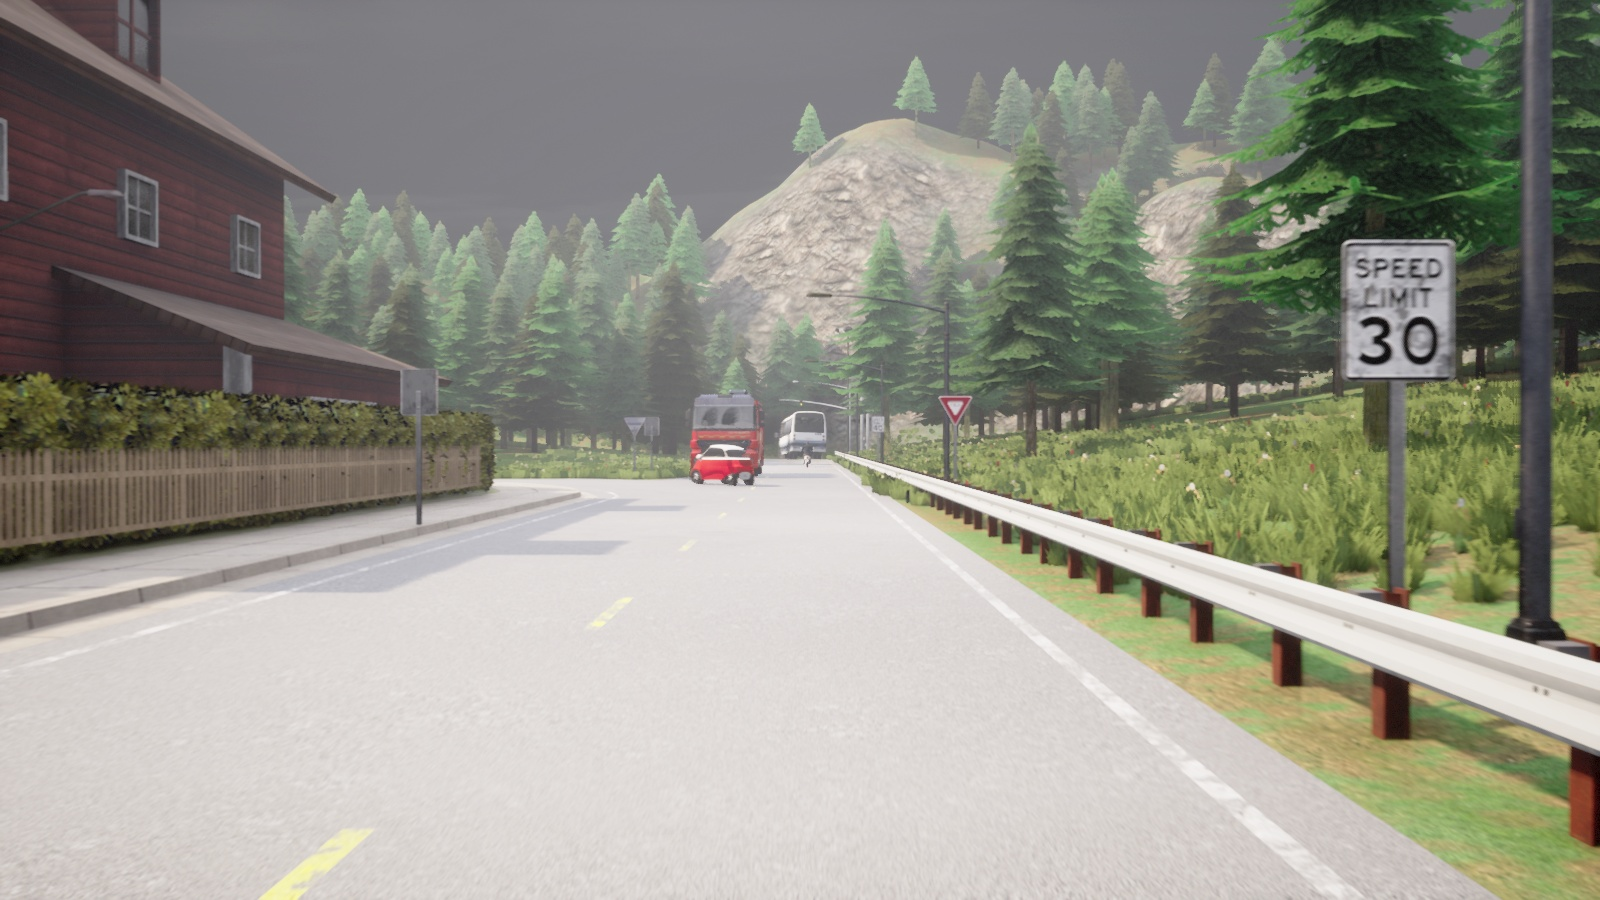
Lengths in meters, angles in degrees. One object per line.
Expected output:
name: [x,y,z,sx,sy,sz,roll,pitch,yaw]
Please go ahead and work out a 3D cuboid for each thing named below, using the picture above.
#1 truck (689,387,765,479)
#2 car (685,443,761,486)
truck: [-3.162,-0.739,56.519,2.891,3.827,8.468,0,0,0]
car: [-2.626,0.496,42.515,1.481,1.376,2.207,2,0,-43]
